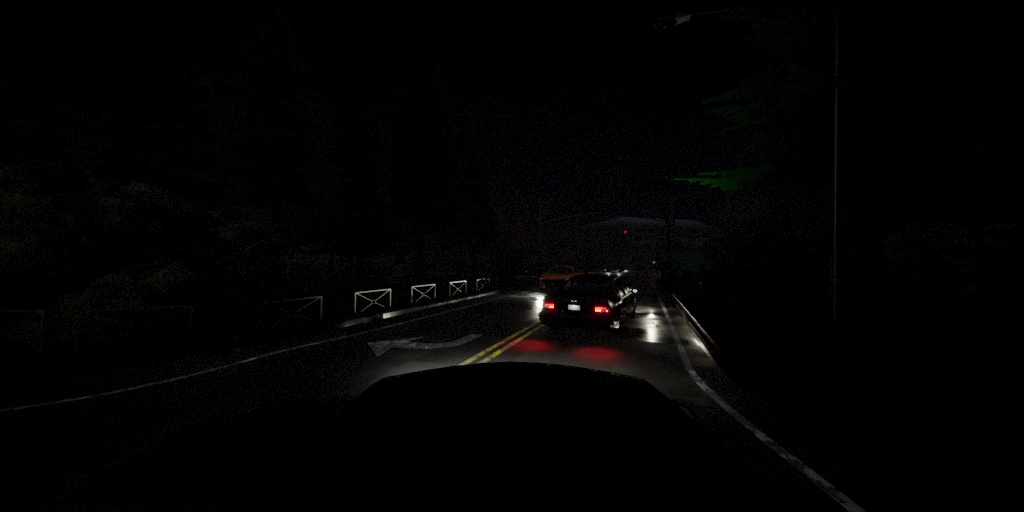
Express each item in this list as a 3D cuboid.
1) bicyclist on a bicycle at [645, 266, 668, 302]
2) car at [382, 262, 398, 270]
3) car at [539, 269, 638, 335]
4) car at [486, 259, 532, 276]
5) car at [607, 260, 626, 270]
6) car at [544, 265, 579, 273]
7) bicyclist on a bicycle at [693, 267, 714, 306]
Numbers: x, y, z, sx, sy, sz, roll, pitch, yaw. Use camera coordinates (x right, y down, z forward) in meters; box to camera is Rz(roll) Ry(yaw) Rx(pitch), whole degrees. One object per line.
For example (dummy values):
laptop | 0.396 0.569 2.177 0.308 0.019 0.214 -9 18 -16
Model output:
bicyclist on a bicycle | 6.661 1.290 16.505 1.656 1.620 0.582 1 -1 -31
car | -15.769 1.530 49.105 4.181 1.385 1.994 1 -1 21
car | 2.447 1.250 10.358 2.033 1.411 5.357 1 -1 25
car | -0.350 1.386 43.293 5.566 2.045 2.150 1 -1 20
car | 17.196 1.690 59.776 2.150 2.045 5.566 1 -1 21
car | 3.104 1.309 21.582 1.882 1.535 5.008 1 -1 21
bicyclist on a bicycle | 8.086 1.303 15.102 1.656 1.620 0.582 1 0 -34
